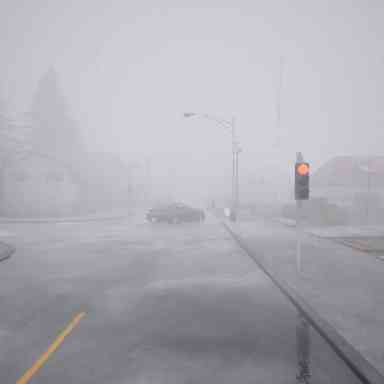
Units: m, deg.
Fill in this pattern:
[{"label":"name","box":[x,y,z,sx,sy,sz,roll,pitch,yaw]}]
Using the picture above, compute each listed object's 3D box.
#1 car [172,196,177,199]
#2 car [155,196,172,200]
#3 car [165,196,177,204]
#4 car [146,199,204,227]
[{"label":"car","box":[-3.934,1.352,52.306,2.097,1.767,4.553,0,0,0]},{"label":"car","box":[-3.971,1.505,42.263,1.837,1.490,4.892,0,0,0]},{"label":"car","box":[-3.869,1.477,62.378,1.882,1.535,5.008,0,0,1]},{"label":"car","box":[-1.007,1.491,22.638,2.128,1.511,4.902,1,0,35]}]
